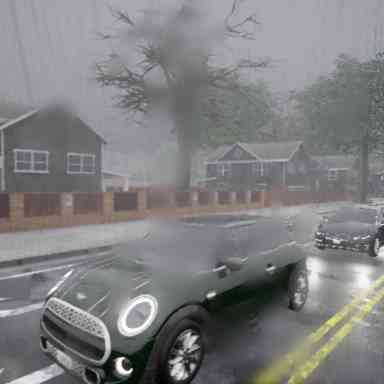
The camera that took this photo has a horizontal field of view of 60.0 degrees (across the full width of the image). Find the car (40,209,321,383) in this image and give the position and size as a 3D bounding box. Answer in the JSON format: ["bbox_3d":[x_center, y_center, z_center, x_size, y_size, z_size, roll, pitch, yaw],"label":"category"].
[{"bbox_3d":[0.095,1.205,5.301,2.097,1.767,4.553,2,2,41],"label":"car"}]

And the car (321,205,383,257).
[{"bbox_3d":[6.125,1.274,12.183,1.837,1.490,4.892,2,2,41],"label":"car"}]
